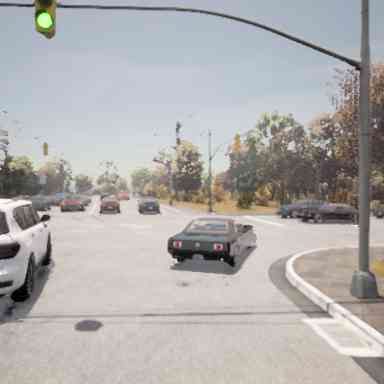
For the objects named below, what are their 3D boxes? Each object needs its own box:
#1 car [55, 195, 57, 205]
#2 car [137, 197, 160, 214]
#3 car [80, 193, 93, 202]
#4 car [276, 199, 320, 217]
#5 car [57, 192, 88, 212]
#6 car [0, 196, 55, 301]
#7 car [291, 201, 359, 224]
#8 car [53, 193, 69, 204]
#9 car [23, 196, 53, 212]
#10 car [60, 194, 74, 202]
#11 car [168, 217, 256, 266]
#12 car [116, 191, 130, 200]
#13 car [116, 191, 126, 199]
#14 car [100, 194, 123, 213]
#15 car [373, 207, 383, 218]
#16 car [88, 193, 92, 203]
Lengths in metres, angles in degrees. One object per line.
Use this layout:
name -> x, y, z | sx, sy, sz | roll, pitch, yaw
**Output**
car -> -18.020, 1.151, 43.011 | 1.994, 1.385, 4.181 | 0, 1, -15
car -> -4.148, 1.220, 31.455 | 1.812, 1.442, 4.674 | 0, 1, -13
car -> -19.631, 0.926, 61.944 | 2.128, 1.511, 4.902 | 0, 0, -16
car -> 9.143, 1.367, 26.678 | 4.892, 1.490, 1.837 | 1, 0, -12
car -> -12.078, 1.029, 33.945 | 2.097, 1.767, 4.553 | 0, 1, -14
car -> -4.798, 1.176, 8.000 | 2.150, 2.045, 5.566 | 0, 1, -17
car -> 9.723, 1.496, 23.225 | 4.718, 1.301, 1.895 | 1, 0, -12
car -> -20.627, 0.982, 52.547 | 1.882, 1.535, 5.008 | 0, 0, -16
car -> -15.809, 1.182, 34.386 | 1.837, 1.490, 4.892 | 0, 1, -14
car -> -23.310, 1.007, 62.100 | 1.994, 1.385, 4.181 | 0, 0, -16
car -> 0.921, 1.510, 11.391 | 1.895, 1.301, 4.718 | 0, 1, 19
car -> -13.587, 0.744, 66.311 | 2.097, 1.767, 4.553 | 0, 0, -16
car -> -16.272, 0.586, 75.927 | 2.097, 1.767, 4.553 | 0, 0, -15
car -> -7.948, 1.215, 32.375 | 1.812, 1.442, 4.674 | 0, 1, -13
car -> 17.849, 1.681, 28.566 | 4.181, 1.385, 1.994 | 2, 0, -11
car -> -14.309, 1.186, 42.659 | 1.895, 1.301, 4.718 | 0, 1, -15
